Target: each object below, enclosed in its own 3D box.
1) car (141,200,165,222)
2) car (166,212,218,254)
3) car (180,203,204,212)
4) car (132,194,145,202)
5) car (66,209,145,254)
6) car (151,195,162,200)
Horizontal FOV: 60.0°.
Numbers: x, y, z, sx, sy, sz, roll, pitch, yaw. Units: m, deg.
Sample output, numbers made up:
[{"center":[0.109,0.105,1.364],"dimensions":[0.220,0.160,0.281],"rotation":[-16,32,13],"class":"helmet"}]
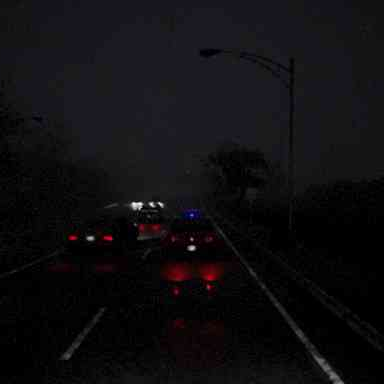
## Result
[{"center":[-3.496,1.759,29.316],"dimensions":[2.128,1.511,4.902],"rotation":[0,0,0],"class":"car"},{"center":[0.002,1.729,14.090],"dimensions":[1.895,1.301,4.718],"rotation":[0,0,0],"class":"car"},{"center":[0.006,1.746,29.513],"dimensions":[1.882,1.535,5.008],"rotation":[0,0,0],"class":"car"},{"center":[-10.516,1.163,65.523],"dimensions":[2.128,1.511,4.902],"rotation":[0,2,0],"class":"car"},{"center":[-3.498,1.675,13.970],"dimensions":[2.033,1.411,5.357],"rotation":[0,0,0],"class":"car"},{"center":[-7.014,1.266,65.523],"dimensions":[1.895,1.301,4.718],"rotation":[0,2,0],"class":"car"}]
